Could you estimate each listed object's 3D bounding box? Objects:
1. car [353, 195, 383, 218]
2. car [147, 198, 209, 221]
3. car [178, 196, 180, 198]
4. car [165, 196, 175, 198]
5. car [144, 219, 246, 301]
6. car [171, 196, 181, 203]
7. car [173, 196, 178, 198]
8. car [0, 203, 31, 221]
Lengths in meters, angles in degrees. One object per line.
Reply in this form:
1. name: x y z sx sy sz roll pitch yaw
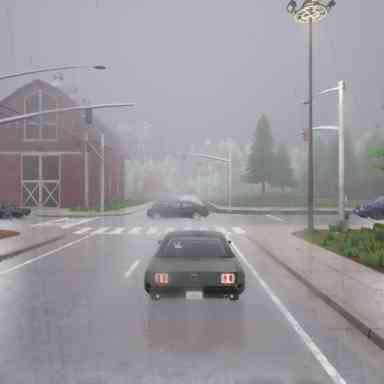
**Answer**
1. car: 16.222 1.187 27.105 5.566 2.045 2.150 -1 0 0
2. car: -1.114 1.467 26.801 5.008 1.535 1.882 0 0 -1
3. car: -3.563 1.505 62.206 1.837 1.490 4.892 0 0 0
4. car: -3.599 1.564 42.112 1.994 1.385 4.181 0 0 0
5. car: 0.066 1.601 8.300 1.895 1.301 4.718 0 0 0
6. car: -3.501 1.590 72.514 1.895 1.301 4.718 0 0 0
7. car: -3.593 1.505 52.134 1.837 1.490 4.892 0 0 0
8. car: -15.608 1.568 26.532 4.718 1.301 1.895 0 0 -1
